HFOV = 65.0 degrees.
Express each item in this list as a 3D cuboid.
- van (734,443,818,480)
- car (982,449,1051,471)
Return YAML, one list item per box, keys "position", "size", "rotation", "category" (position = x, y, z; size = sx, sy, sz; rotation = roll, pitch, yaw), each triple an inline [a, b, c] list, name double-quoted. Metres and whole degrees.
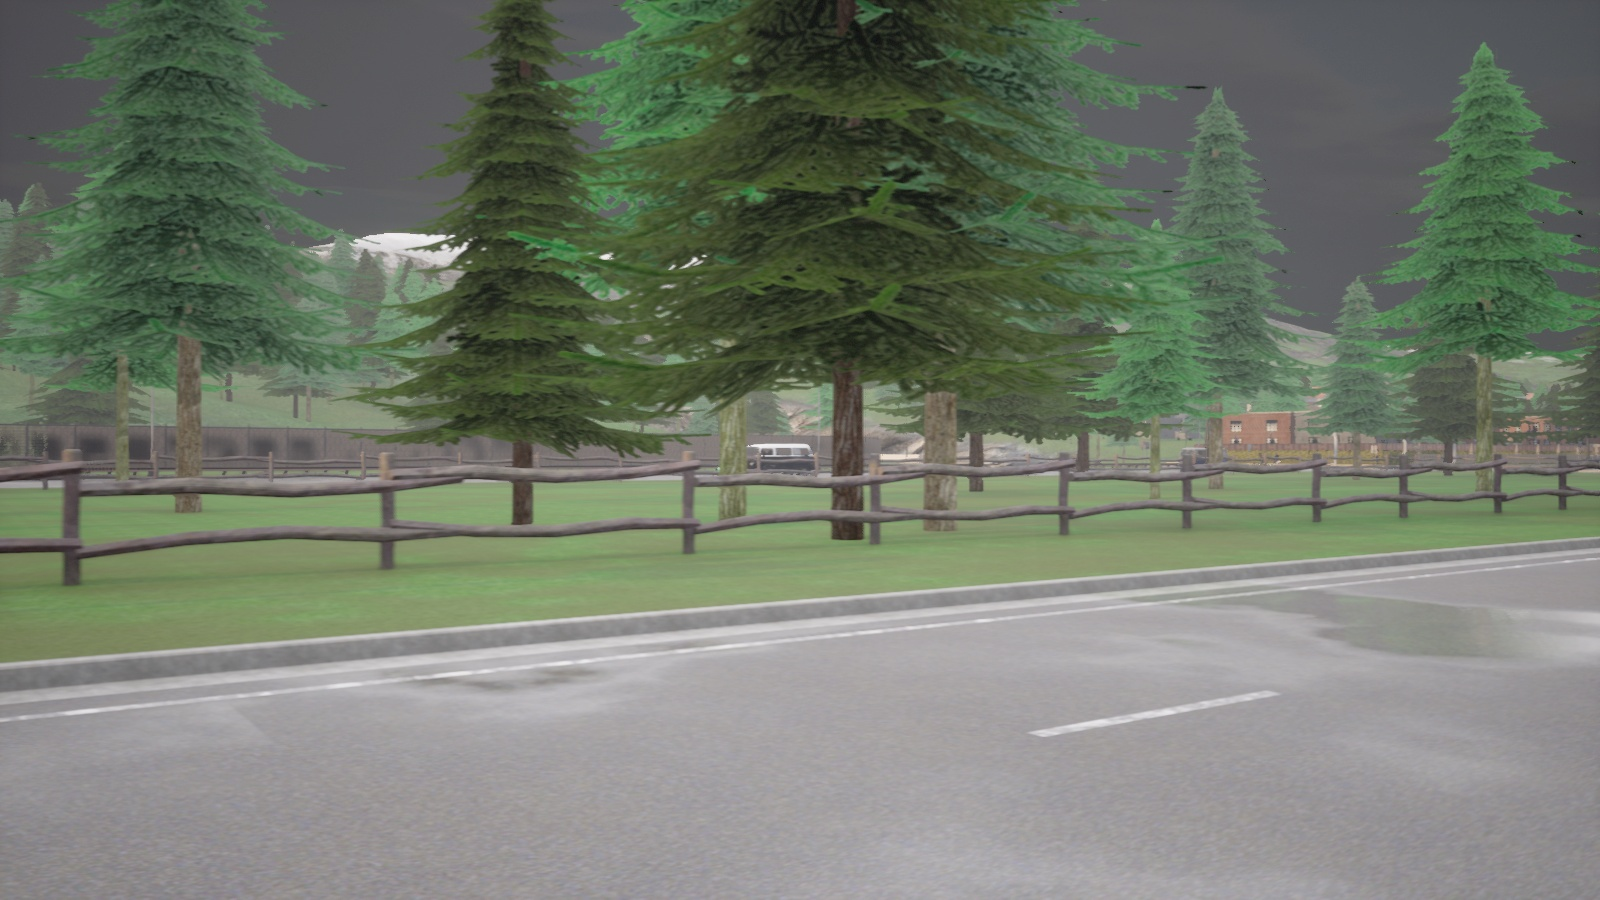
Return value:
- position: [-1.373, 0.654, 72.841]
  size: [4.480, 2.038, 2.069]
  rotation: [0, 0, -35]
  category: "van"
- position: [16.187, 0.726, 93.845]
  size: [5.027, 1.651, 2.152]
  rotation: [0, -1, -35]
  category: "car"
